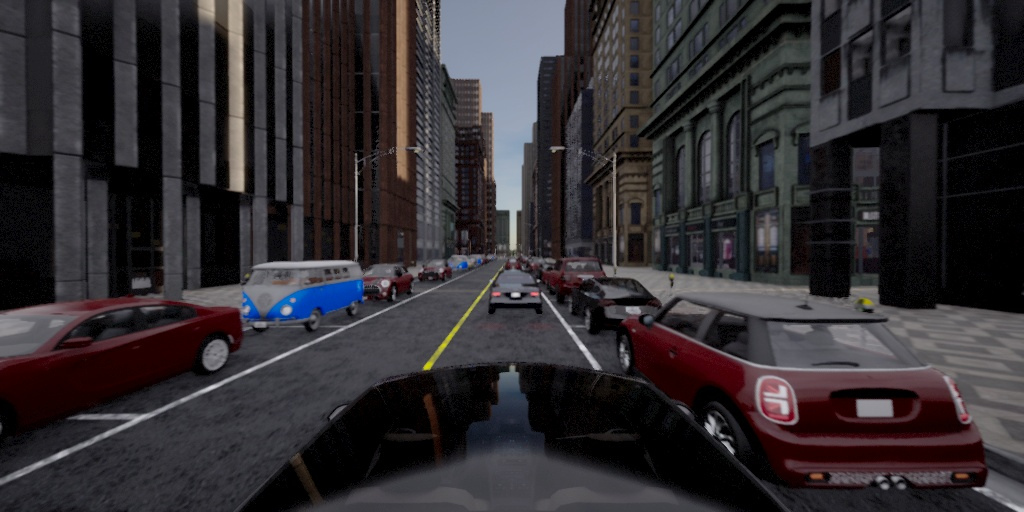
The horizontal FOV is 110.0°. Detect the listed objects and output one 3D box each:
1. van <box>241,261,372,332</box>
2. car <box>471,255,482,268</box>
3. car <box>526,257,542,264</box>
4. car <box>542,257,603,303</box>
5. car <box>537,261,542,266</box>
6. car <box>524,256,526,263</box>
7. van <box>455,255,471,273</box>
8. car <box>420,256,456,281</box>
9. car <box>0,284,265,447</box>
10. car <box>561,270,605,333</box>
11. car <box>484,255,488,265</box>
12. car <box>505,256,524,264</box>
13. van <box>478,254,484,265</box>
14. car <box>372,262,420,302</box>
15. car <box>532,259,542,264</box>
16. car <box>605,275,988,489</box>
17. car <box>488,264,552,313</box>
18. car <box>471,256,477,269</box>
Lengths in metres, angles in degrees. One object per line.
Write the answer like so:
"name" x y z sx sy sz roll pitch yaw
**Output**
"van" -5.754 1.031 10.311 1.690 1.789 3.998 0 0 0
"car" -5.712 0.971 49.766 2.007 1.370 4.403 0 0 0
"car" 2.801 0.935 38.491 1.967 1.591 4.097 0 0 0
"car" 2.777 0.966 15.948 2.192 1.841 5.009 0 0 0
"car" 2.783 1.157 21.584 1.888 1.381 4.507 0 0 0
"car" 2.813 0.986 49.764 1.948 1.339 4.313 0 0 0
"van" -5.724 0.837 38.494 1.690 1.789 3.998 0 0 0
"car" -5.736 1.013 27.221 1.967 1.591 4.097 0 0 0
"car" -5.760 1.275 4.674 1.888 1.381 4.507 0 0 0
"car" 2.771 1.256 10.311 1.948 1.339 4.313 0 0 0
"car" -5.701 0.787 61.039 1.967 1.591 4.097 0 0 0
"car" 0.141 1.004 41.079 1.812 1.442 4.674 0 0 0
"van" -5.707 0.725 55.402 1.690 1.789 3.998 0 0 0
"car" -5.748 1.091 15.948 1.967 1.591 4.097 0 0 0
"car" 2.789 1.139 27.220 1.948 1.339 4.313 0 0 0
"car" 2.765 1.169 4.675 1.967 1.591 4.097 0 0 0
"car" 0.112 1.217 13.443 2.033 1.411 5.357 0 0 0
"car" -5.719 0.983 43.960 1.751 1.417 4.829 0 0 0
